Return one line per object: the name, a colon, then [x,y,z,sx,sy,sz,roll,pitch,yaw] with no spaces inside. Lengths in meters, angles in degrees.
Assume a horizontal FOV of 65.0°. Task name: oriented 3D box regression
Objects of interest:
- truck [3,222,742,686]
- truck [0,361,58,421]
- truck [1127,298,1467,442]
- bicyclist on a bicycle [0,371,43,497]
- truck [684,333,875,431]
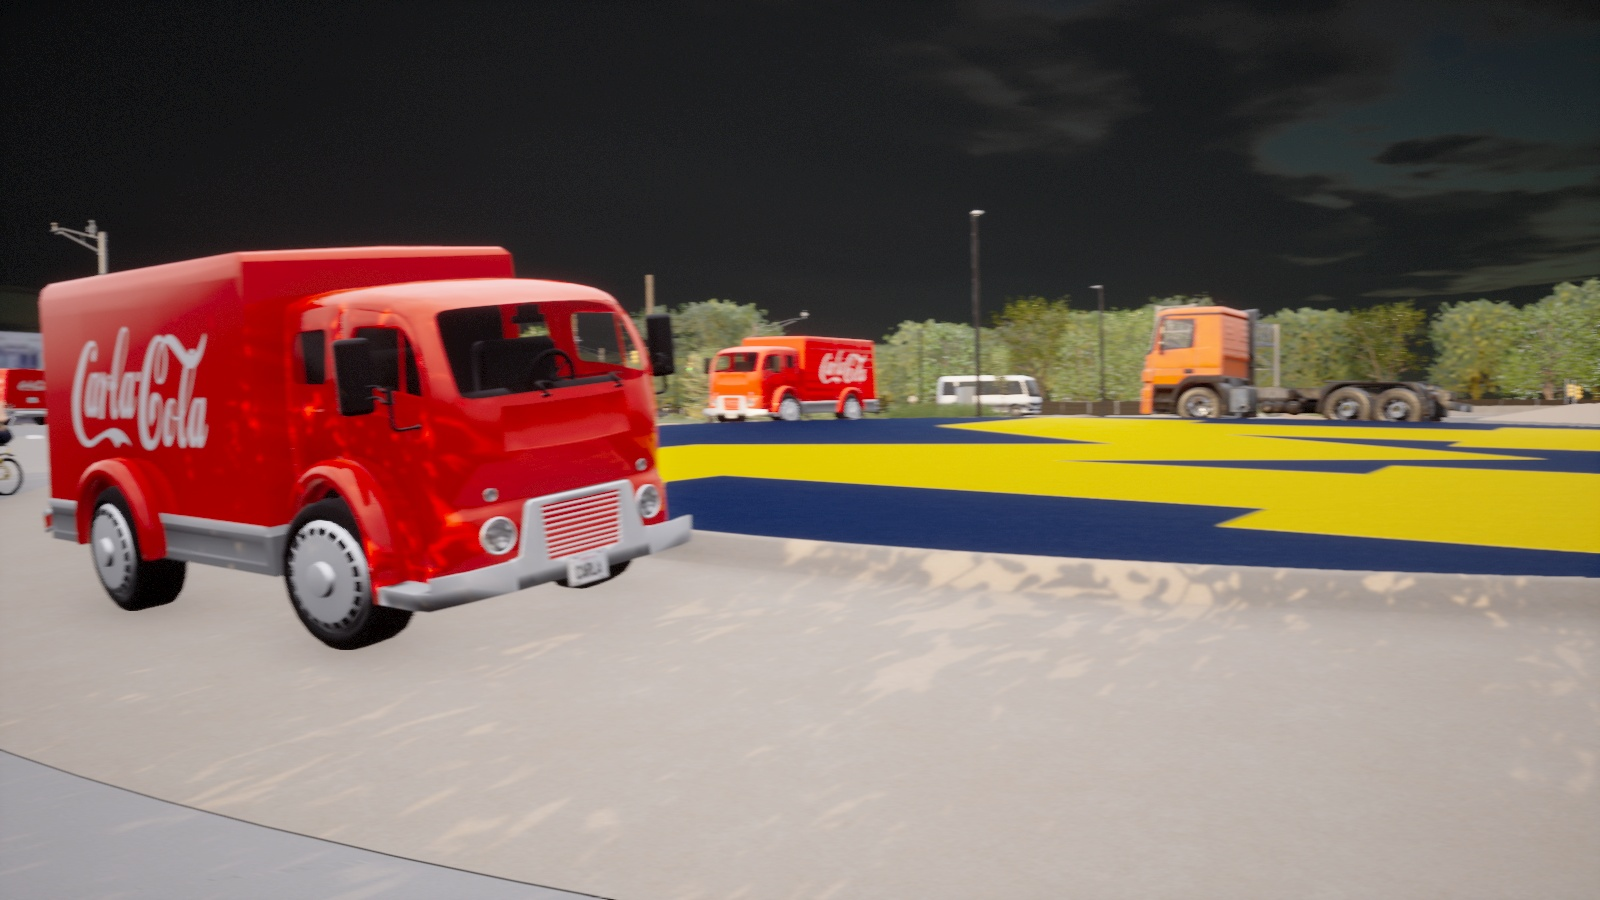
truck: [-3.310,-0.222,9.271,5.204,2.467,2.627,3,10,40]
truck: [-34.951,-2.512,54.391,5.204,2.467,2.627,1,2,30]
truck: [13.262,-2.119,33.970,7.936,3.462,2.891,3,2,37]
bicyclist on a bicycle: [-10.962,-0.201,16.534,0.866,1.612,1.509,2,6,9]
truck: [-0.453,-1.841,34.301,2.627,2.467,5.204,2,4,36]
